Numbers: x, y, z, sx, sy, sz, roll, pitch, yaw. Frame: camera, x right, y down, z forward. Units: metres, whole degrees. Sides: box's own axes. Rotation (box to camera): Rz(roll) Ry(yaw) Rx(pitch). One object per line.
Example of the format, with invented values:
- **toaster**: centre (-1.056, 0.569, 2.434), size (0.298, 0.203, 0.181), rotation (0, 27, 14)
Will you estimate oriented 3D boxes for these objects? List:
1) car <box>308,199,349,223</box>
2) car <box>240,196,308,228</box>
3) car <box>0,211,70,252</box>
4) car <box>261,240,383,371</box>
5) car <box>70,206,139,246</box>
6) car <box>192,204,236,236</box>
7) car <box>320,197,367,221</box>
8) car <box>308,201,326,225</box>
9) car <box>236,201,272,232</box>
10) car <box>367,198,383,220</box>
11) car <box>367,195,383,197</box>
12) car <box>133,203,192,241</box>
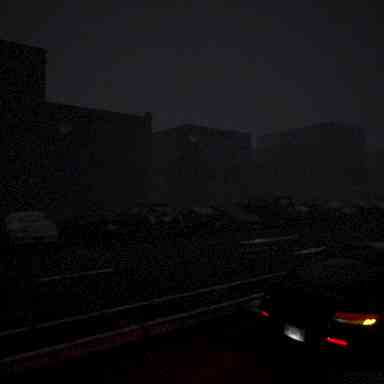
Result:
- **car**: centre (8.818, 1.544, 25.176), size (2.163, 1.488, 4.792), rotation (0, 0, -36)
- **car**: centre (4.334, 1.247, 21.967), size (2.435, 2.045, 5.566), rotation (0, 0, -36)
- **car**: centre (-6.889, 1.515, 13.898), size (2.002, 1.452, 4.674), rotation (0, 0, -36)
- **car**: centre (3.110, 1.529, 5.348), size (4.674, 1.442, 1.812), rotation (0, 0, -35)
- **car**: centre (-4.635, 1.506, 15.550), size (2.163, 1.488, 4.792), rotation (0, 0, -36)
- **car**: centre (-0.131, 1.485, 18.731), size (2.097, 1.535, 5.008), rotation (0, 0, -36)
- **car**: centre (11.060, 1.397, 26.783), size (2.185, 1.767, 4.553), rotation (0, 0, -36)
- **car**: centre (6.594, 1.545, 23.546), size (2.002, 1.452, 4.674), rotation (0, 0, -36)
- **car**: centre (2.124, 1.520, 20.315), size (2.163, 1.488, 4.792), rotation (0, 0, -36)
- **car**: centre (13.323, 1.532, 28.358), size (2.097, 1.535, 5.008), rotation (0, 0, -36)
- **car**: centre (20.059, 1.334, 33.150), size (2.435, 2.045, 5.566), rotation (1, 0, -36)
- **car**: centre (-2.358, 1.355, 17.105), size (2.185, 1.767, 4.553), rotation (0, 0, -36)
